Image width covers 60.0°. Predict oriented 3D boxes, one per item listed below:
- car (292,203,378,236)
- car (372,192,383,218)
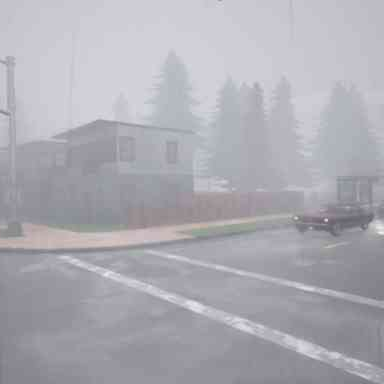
[{"bbox_3d":[6.841,1.228,15.965,4.718,1.301,1.895,-2,1,-40],"label":"car"},{"bbox_3d":[13.978,0.905,21.973,4.902,1.511,2.128,-2,1,-40],"label":"car"}]
